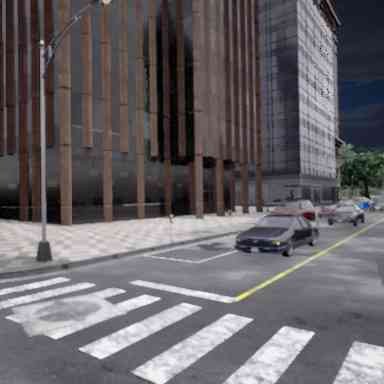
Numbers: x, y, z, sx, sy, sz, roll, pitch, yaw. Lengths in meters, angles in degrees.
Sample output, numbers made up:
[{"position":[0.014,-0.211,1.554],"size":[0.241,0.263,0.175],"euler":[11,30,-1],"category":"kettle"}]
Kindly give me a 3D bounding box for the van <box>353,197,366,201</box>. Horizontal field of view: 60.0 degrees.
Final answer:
[{"position":[22.742,1.610,44.795],"size":[1.690,1.788,3.998],"euler":[-2,-1,36],"category":"van"}]

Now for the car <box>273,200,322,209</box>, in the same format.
[{"position":[6.888,1.496,22.708],"size":[2.192,1.841,5.009],"euler":[-2,-1,36],"category":"car"}]

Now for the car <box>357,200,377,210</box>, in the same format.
[{"position":[25.916,1.838,49.209],"size":[2.008,1.369,4.403],"euler":[-2,-1,36],"category":"car"}]

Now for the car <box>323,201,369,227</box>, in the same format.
[{"position":[11.270,1.658,24.215],"size":[1.812,1.442,4.674],"euler":[-2,-1,36],"category":"car"}]

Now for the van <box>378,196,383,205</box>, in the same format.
[{"position":[38.595,1.705,66.883],"size":[1.690,1.788,3.998],"euler":[-2,-1,36],"category":"van"}]

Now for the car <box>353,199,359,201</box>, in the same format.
[{"position":[16.305,1.758,35.819],"size":[1.752,1.417,4.829],"euler":[-2,-1,36],"category":"car"}]

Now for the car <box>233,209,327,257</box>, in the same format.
[{"position":[3.706,1.640,13.700],"size":[2.033,1.411,5.357],"euler":[-2,-1,36],"category":"car"}]

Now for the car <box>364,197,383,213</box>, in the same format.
[{"position":[22.501,1.686,39.749],"size":[2.128,1.511,4.902],"euler":[-2,-1,36],"category":"car"}]
